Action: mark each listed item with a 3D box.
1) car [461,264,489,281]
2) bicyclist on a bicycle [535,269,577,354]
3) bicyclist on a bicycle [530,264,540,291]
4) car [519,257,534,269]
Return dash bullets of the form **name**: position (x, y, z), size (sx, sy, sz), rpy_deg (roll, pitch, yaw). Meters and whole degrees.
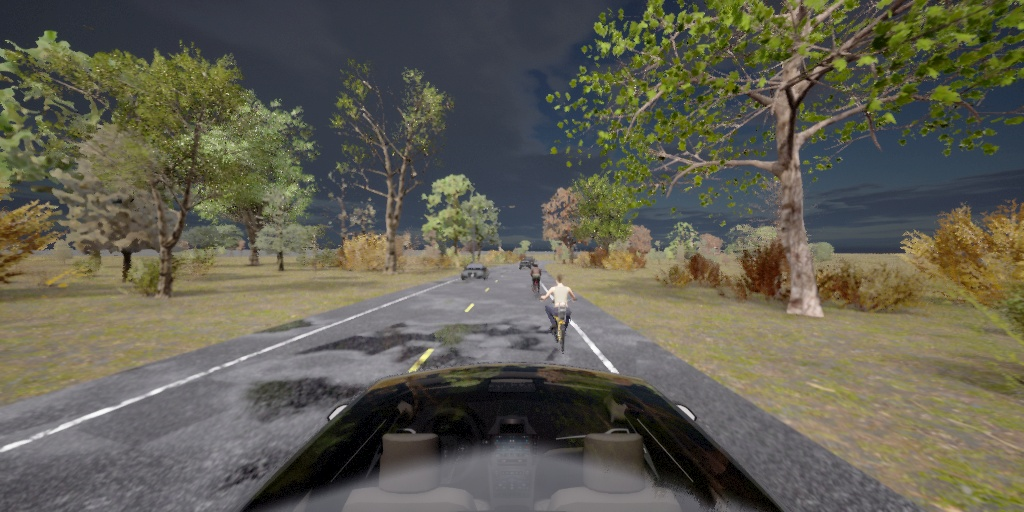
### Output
- **car**: position (-3.022, 1.331, 30.061), size (1.994, 1.385, 4.181), rpy_deg (0, 0, 2)
- **bicyclist on a bicycle**: position (1.030, 1.187, 7.816), size (0.866, 1.612, 1.509), rpy_deg (0, 0, 0)
- **bicyclist on a bicycle**: position (1.153, 1.210, 17.081), size (0.582, 1.620, 1.656), rpy_deg (0, 0, 1)
- **car**: position (2.203, 1.362, 57.768), size (1.837, 1.490, 4.892), rpy_deg (0, 0, 4)
